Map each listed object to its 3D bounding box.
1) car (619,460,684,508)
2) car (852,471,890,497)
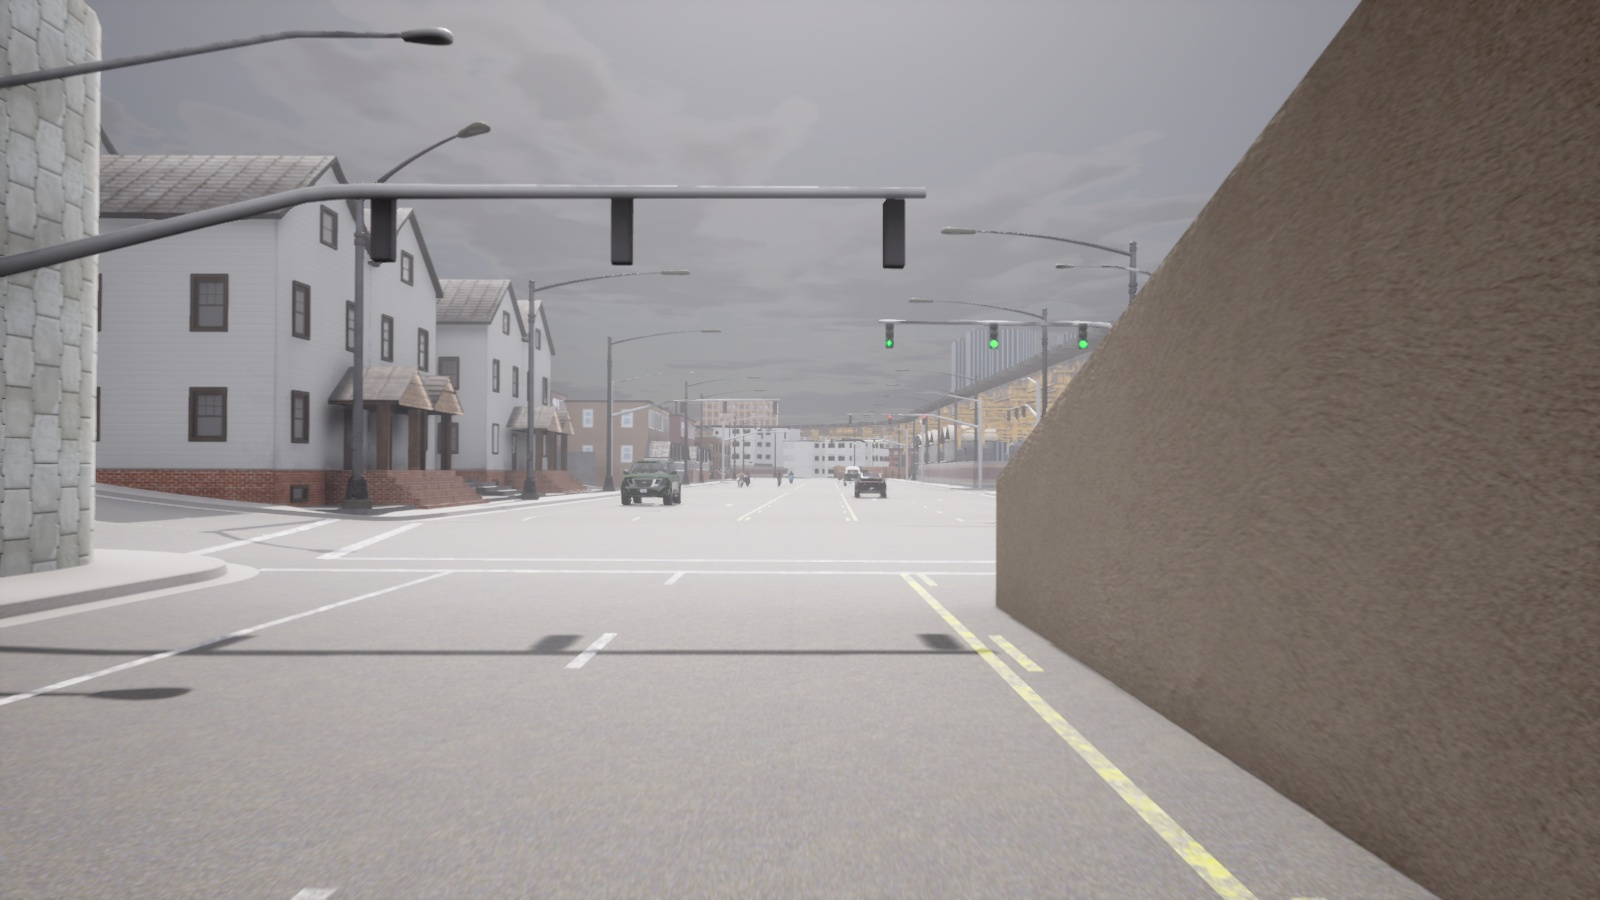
[{"bbox_3d":[-6.696,1.517,57.151,2.150,2.045,5.566,0,-1,1],"label":"car"},{"bbox_3d":[4.228,2.020,75.647,2.128,1.511,4.902,0,-1,1],"label":"car"}]
